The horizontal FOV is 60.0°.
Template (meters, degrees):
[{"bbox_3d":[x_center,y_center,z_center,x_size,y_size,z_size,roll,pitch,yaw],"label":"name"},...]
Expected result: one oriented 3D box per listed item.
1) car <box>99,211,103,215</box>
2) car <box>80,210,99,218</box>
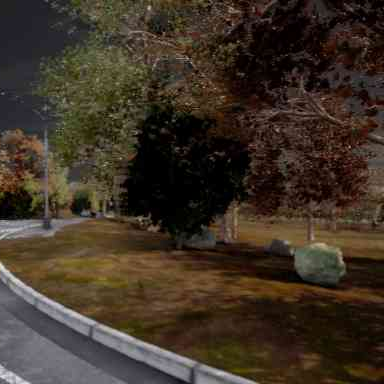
[{"bbox_3d":[-18.531,4.509,65.168,2.033,1.411,5.357,0,-4,-6],"label":"car"},{"bbox_3d":[-17.271,3.690,55.240,2.128,1.511,4.902,0,-4,-7],"label":"car"}]
